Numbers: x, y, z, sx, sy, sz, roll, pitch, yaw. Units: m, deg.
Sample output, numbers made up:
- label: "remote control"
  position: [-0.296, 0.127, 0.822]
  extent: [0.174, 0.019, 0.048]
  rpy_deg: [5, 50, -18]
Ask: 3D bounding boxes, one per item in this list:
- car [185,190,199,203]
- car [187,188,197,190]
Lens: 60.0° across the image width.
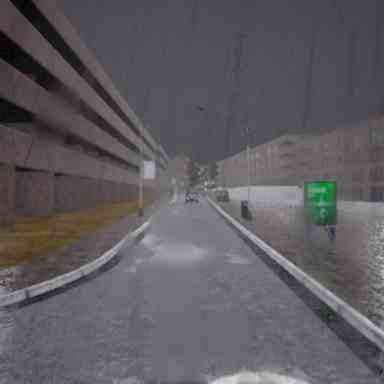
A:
- label: "car"
  position: [-0.011, 0.801, 46.396]
  extent: [2.033, 1.411, 5.357]
  rpy_deg: [0, 1, 0]
- label: "car"
  position: [-0.013, 0.317, 56.852]
  extent: [2.150, 2.045, 5.566]
  rpy_deg: [0, 1, 0]
